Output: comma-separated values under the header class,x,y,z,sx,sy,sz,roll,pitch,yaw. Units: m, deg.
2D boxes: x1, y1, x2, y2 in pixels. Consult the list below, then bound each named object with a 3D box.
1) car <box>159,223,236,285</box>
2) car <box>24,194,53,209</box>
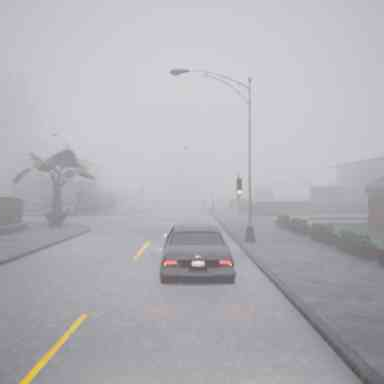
class,x,y,z,sx,sy,sz,roll,pitch,yaw
car,0.100,1.604,9.681,2.033,1.411,5.357,0,0,-1
car,-19.764,1.236,43.238,1.905,1.878,3.866,0,0,35
